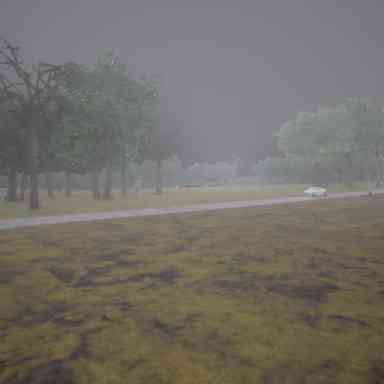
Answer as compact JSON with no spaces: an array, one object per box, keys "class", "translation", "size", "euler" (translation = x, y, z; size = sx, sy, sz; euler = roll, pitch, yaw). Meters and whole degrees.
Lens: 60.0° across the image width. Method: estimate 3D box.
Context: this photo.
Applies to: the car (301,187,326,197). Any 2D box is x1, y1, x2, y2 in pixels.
[{"class":"car","translation":[18.556,-0.034,50.448],"size":[4.674,1.442,1.812],"euler":[-3,2,-37]}]
